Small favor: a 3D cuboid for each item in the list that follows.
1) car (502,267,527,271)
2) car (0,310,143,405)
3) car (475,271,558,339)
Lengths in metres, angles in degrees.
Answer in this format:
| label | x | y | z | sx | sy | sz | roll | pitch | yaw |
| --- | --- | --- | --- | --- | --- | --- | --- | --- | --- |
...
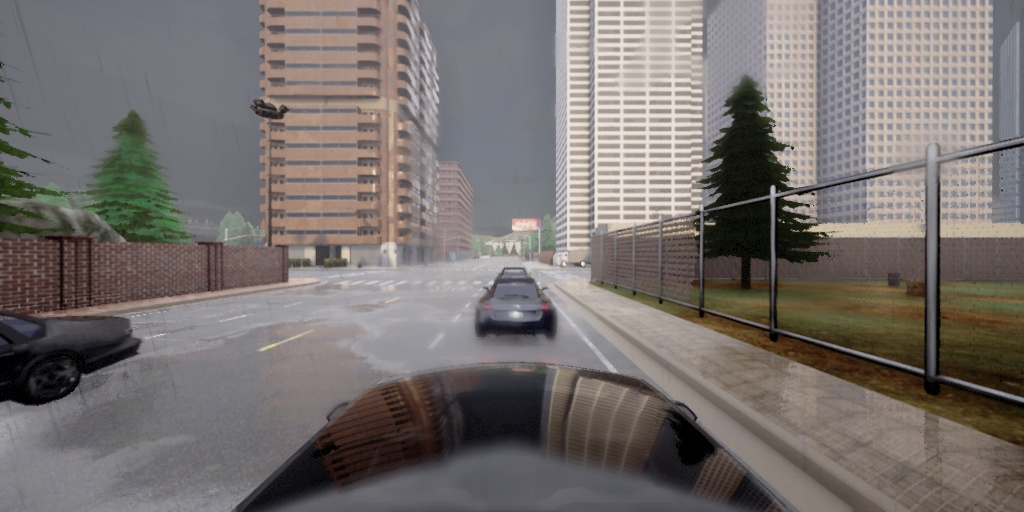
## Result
| label | x | y | z | sx | sy | sz | roll | pitch | yaw |
| --- | --- | --- | --- | --- | --- | --- | --- | --- | --- |
| car | 0.114 | 1.244 | 18.505 | 1.994 | 1.385 | 4.181 | 0 | 0 | 1 |
| car | -7.093 | 1.290 | 3.529 | 2.033 | 1.411 | 5.357 | 0 | 0 | 0 |
| car | 0.099 | 1.276 | 9.962 | 1.994 | 1.385 | 4.181 | 0 | 0 | 0 |
